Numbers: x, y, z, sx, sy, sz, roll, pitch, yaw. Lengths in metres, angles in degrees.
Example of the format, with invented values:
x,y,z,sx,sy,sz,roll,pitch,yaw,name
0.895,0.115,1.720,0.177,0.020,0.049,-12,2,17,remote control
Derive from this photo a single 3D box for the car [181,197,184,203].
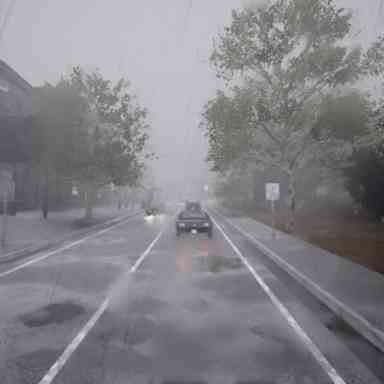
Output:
x,y,z,sx,sy,sz,roll,pitch,yaw,name
-1.301,1.788,75.792,1.812,1.442,4.674,-1,0,10,car

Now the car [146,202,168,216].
x,y,z,sx,sy,sz,roll,pitch,yaw,name
-3.575,1.703,34.343,1.994,1.385,4.181,0,0,0,car

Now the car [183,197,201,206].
x,y,z,sx,sy,sz,roll,pitch,yaw,name
0.123,1.675,41.901,1.837,1.490,4.892,0,0,0,car

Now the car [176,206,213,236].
x,y,z,sx,sy,sz,roll,pitch,yaw,name
0.110,1.677,18.729,1.895,1.301,4.718,0,0,0,car
